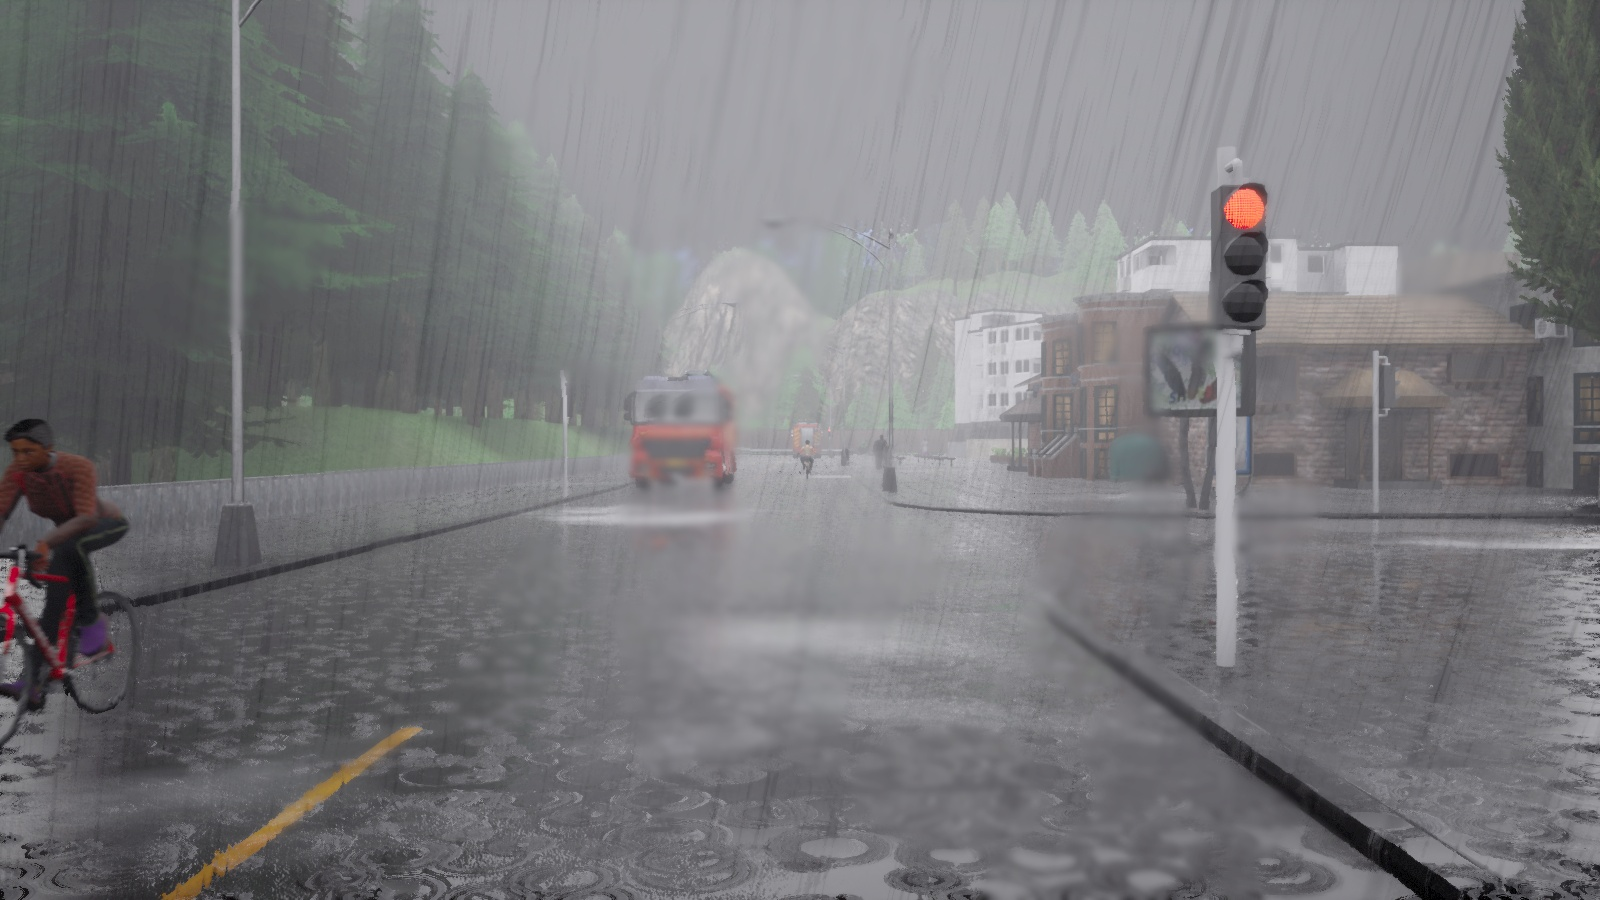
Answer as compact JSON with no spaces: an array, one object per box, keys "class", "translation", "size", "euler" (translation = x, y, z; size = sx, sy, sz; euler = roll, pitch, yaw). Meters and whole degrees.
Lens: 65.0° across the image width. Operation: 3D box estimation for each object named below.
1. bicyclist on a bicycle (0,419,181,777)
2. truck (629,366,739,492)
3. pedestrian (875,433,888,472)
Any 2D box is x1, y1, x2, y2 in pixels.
[{"class":"bicyclist on a bicycle","translation":[-3.881,0.660,6.416],"size":[0.582,1.620,1.656],"euler":[0,1,2]},{"class":"truck","translation":[-3.747,-0.661,42.435],"size":[2.891,3.827,8.468],"euler":[0,0,0]},{"class":"pedestrian","translation":[3.990,0.110,61.237],"size":[0.563,1.883,0.849],"euler":[0,0,-1]}]
